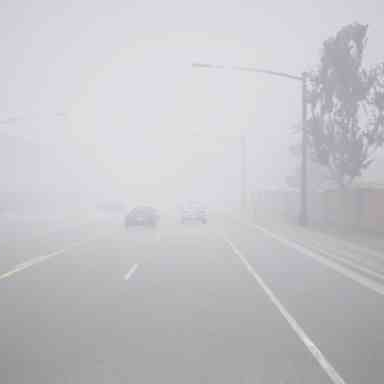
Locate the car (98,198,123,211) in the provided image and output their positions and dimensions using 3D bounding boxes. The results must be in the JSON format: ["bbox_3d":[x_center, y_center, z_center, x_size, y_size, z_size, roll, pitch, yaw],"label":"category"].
[{"bbox_3d":[-10.525,1.854,44.306,1.895,1.301,4.718,0,0,0],"label":"car"}]

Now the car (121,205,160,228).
[{"bbox_3d":[-3.407,1.698,23.330,1.994,1.385,4.181,0,0,0],"label":"car"}]

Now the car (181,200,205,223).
[{"bbox_3d":[0.091,1.683,27.425,1.812,1.442,4.674,0,0,0],"label":"car"}]

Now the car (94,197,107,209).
[{"bbox_3d":[-13.996,1.647,52.340,2.097,1.767,4.553,0,0,-3],"label":"car"}]
